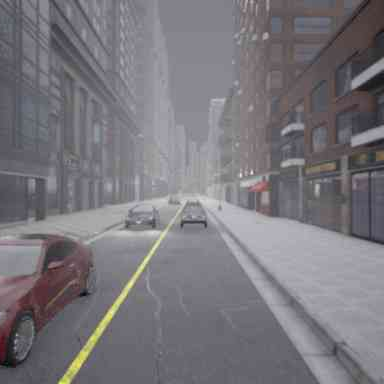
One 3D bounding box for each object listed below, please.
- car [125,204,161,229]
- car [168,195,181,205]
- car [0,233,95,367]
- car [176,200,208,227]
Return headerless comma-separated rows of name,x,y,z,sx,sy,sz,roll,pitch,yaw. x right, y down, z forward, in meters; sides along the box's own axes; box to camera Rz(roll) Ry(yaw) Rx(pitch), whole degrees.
car,-3.102,1.520,21.781,1.812,1.442,4.674,0,0,0
car,-3.022,1.359,57.645,2.097,1.767,4.553,0,0,1
car,-3.083,1.524,5.898,1.812,1.442,4.674,0,0,0
car,0.110,1.542,22.727,2.033,1.411,5.357,0,0,0
